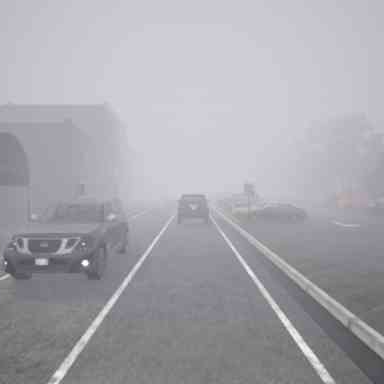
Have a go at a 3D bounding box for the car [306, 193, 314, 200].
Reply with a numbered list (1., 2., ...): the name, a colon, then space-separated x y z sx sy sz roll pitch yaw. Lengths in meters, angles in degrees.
1. car: 19.164 1.286 46.403 5.008 1.535 2.097 0 0 0

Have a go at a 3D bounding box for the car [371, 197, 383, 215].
1. car: 19.146 1.271 29.818 4.553 1.767 2.185 0 0 0

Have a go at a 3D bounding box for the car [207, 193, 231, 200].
1. car: 5.966 1.077 74.262 5.366 1.575 1.946 0 0 0

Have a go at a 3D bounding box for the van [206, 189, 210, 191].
1. van: 6.297 0.758 85.392 4.442 1.987 1.878 0 1 0

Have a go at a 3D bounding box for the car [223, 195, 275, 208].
1. car: 6.021 1.391 35.296 4.792 1.488 2.163 0 0 0

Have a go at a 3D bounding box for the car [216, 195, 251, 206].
1. car: 6.080 1.269 49.212 4.892 1.521 2.231 0 0 0

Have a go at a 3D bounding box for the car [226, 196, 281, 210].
1. car: 6.045 1.420 32.513 4.674 1.452 2.002 0 0 0

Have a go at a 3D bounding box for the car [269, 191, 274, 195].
1. car: 19.211 1.124 68.683 5.008 1.535 2.097 0 0 0

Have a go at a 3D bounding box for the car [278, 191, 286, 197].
1. car: 19.167 0.937 60.325 5.566 2.045 2.435 0 0 0

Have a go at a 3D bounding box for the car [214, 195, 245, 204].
1. car: 6.107 1.231 54.778 4.892 1.521 2.231 0 0 0

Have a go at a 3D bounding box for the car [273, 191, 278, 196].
1. car: 19.178 1.020 65.898 4.553 1.767 2.185 0 0 0

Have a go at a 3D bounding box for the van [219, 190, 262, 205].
1. van: 5.948 1.098 40.985 4.442 1.987 1.878 0 0 0

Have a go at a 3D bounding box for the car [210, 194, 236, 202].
1. car: 6.101 1.176 65.911 4.792 1.488 2.163 0 0 0

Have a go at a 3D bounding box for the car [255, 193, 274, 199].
1. car: 19.270 0.998 88.177 4.674 1.452 2.002 0 1 0

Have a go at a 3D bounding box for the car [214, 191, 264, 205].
1. car: 6.043 1.054 43.643 5.566 2.045 2.435 0 0 0

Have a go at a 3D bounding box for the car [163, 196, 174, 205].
1. car: -3.374 1.281 51.013 2.033 1.411 5.357 0 0 0

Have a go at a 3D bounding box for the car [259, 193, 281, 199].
1. car: 19.260 1.008 82.607 4.892 1.521 2.231 0 1 0

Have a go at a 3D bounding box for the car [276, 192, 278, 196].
1. car: 19.207 1.167 63.114 5.008 1.535 2.097 0 0 0

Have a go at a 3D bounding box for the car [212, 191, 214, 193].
1. car: 6.077 1.084 57.561 4.553 1.767 2.185 0 0 0

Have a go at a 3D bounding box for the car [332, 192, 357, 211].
1. car: 19.105 1.216 38.048 4.553 1.767 2.185 0 0 0

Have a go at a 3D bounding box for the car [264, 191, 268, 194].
1. car: 19.200 0.953 74.252 4.553 1.767 2.185 0 0 0

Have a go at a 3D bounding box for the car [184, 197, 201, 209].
1. car: 0.065 1.358 41.358 1.994 1.385 4.181 0 0 0

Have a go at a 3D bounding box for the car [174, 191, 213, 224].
1. car: 0.080 1.120 23.915 2.150 2.045 5.566 0 0 0

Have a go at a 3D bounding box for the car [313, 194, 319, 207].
1. car: 19.337 1.301 43.743 5.366 1.575 1.946 0 0 0

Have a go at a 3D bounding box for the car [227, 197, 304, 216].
1. car: 5.842 1.414 26.947 5.366 1.575 1.946 0 0 0

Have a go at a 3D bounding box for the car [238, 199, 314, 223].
1. car: 6.036 1.475 24.305 4.674 1.452 2.002 1 0 1

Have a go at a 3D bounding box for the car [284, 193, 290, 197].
1. car: 19.194 1.210 57.543 4.892 1.521 2.231 0 0 0

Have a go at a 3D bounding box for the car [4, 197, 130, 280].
1. car: -3.358 1.194 10.196 2.150 2.045 5.566 0 0 0

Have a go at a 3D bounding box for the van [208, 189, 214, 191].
1. van: 6.020 0.899 68.756 4.442 1.987 1.878 0 0 0

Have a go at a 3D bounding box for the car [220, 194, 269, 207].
1. car: 6.050 1.344 38.079 4.892 1.521 2.231 0 0 0

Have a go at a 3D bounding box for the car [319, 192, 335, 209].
1. car: 19.173 1.071 40.957 5.566 2.045 2.435 0 0 0

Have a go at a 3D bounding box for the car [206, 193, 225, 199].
1. car: 6.194 0.961 88.178 4.892 1.521 2.231 0 1 0

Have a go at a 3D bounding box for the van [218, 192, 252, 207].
1. van: 5.962 1.061 46.427 4.442 1.987 1.878 0 0 0

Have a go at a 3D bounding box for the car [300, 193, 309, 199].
1. car: 19.136 1.297 49.189 4.792 1.488 2.163 0 0 0

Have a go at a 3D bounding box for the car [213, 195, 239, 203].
1. car: 6.118 1.229 60.345 4.674 1.452 2.002 0 0 0

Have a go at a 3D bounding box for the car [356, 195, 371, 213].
1. car: 19.154 1.252 32.603 4.553 1.767 2.185 0 0 0

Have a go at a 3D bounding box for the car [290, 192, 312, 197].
1. car: 19.212 1.103 54.757 4.553 1.767 2.185 0 0 0

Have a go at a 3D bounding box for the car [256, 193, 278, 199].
1. car: 19.266 0.983 85.392 5.008 1.535 2.097 0 1 0

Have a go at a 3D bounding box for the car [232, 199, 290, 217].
1. car: 6.064 1.428 29.730 4.792 1.488 2.163 0 0 0

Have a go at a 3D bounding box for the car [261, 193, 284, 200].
1. car: 19.274 1.061 79.824 4.792 1.488 2.163 0 0 0

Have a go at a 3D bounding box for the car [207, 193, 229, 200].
1. car: 6.161 1.033 79.828 5.008 1.535 2.097 0 1 0

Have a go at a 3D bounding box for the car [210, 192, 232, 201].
1. car: 6.113 0.977 71.477 4.553 1.767 2.185 0 0 0
